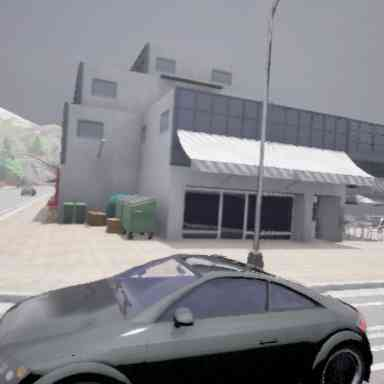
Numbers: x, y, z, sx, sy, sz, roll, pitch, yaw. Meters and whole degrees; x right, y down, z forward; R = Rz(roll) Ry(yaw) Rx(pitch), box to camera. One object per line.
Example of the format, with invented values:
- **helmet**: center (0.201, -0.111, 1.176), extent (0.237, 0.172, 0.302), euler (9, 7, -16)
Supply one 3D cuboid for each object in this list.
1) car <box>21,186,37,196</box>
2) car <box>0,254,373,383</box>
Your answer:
- **car**: center (-25.484, -0.147, 52.059), extent (2.033, 1.411, 5.357), euler (4, 0, -20)
- **car**: center (-0.029, 1.482, 3.867), extent (4.181, 1.385, 1.994), euler (4, 0, -21)
